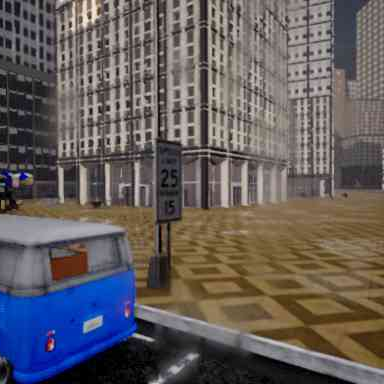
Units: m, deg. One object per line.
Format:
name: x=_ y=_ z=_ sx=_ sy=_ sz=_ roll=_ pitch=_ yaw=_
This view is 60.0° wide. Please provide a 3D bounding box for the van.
van: x=-2.662 y=1.258 z=4.848 sx=3.998 sy=1.788 sz=1.690 roll=1 pitch=1 yaw=34
